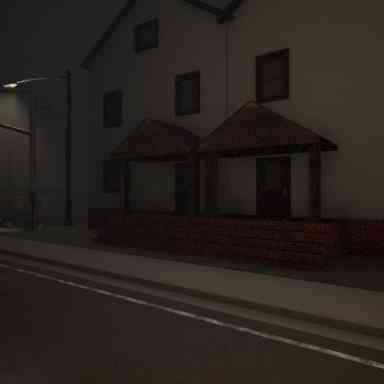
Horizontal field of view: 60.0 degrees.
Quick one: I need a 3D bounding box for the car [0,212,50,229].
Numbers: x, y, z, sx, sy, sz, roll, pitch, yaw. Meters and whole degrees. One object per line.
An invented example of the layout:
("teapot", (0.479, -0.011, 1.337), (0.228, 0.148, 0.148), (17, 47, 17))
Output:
("car", (-15.323, 2.564, 29.946), (1.837, 1.490, 4.892), (0, -9, 36))
